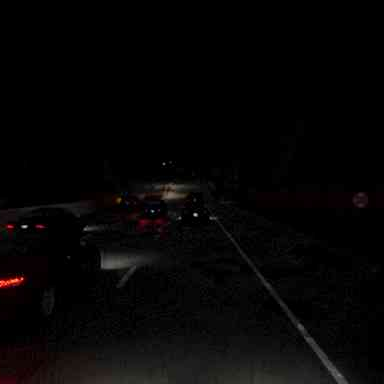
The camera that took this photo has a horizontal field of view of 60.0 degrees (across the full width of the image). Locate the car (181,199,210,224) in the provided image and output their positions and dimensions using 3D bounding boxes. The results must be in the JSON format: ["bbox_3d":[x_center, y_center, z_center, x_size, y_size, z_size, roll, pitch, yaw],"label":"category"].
[{"bbox_3d":[0.240,1.470,24.058,1.994,1.385,4.181,0,0,0],"label":"car"}]

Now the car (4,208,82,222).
[{"bbox_3d":[-6.809,1.476,16.077,2.033,1.411,5.357,0,0,0],"label":"car"}]

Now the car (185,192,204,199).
[{"bbox_3d":[0.349,1.057,42.024,2.150,2.045,5.566,0,0,0],"label":"car"}]

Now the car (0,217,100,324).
[{"bbox_3d":[-3.360,1.494,6.987,1.812,1.442,4.674,0,0,0],"label":"car"}]

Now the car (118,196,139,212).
[{"bbox_3d":[-6.684,1.201,36.615,2.097,1.767,4.553,0,0,0],"label":"car"}]

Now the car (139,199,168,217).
[{"bbox_3d":[-3.228,1.406,29.734,1.812,1.442,4.674,0,0,0],"label":"car"}]

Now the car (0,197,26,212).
[{"bbox_3d":[-20.785,1.354,37.398,1.812,1.442,4.674,0,0,1],"label":"car"}]
